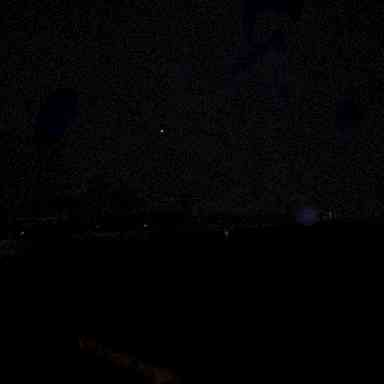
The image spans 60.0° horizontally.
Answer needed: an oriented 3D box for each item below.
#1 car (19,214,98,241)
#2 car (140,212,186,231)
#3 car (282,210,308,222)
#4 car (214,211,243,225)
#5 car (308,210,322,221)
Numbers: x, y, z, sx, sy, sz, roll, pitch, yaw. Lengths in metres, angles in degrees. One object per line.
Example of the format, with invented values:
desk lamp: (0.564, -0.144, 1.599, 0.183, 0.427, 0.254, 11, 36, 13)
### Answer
car: (-8.284, 2.152, 21.067, 2.128, 1.511, 4.902, -1, -3, 37)
car: (-2.434, 2.551, 29.219, 2.128, 1.511, 4.902, 0, -3, 35)
car: (14.538, 3.578, 47.975, 2.128, 1.511, 4.902, 0, -3, 36)
car: (4.429, 3.047, 38.836, 1.837, 1.490, 4.892, 0, -2, 36)
car: (20.312, 3.866, 56.100, 2.097, 1.767, 4.553, -1, -3, 37)
